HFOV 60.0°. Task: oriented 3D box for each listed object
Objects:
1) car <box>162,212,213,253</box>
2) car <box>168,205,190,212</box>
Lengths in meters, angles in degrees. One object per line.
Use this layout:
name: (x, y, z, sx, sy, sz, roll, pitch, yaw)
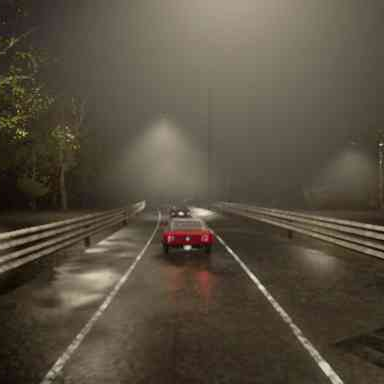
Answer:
car: (-0.230, 1.730, 14.218, 1.895, 1.301, 4.718, 0, 0, -2)
car: (-1.082, 1.805, 29.149, 2.033, 1.411, 5.357, 0, 0, -4)
